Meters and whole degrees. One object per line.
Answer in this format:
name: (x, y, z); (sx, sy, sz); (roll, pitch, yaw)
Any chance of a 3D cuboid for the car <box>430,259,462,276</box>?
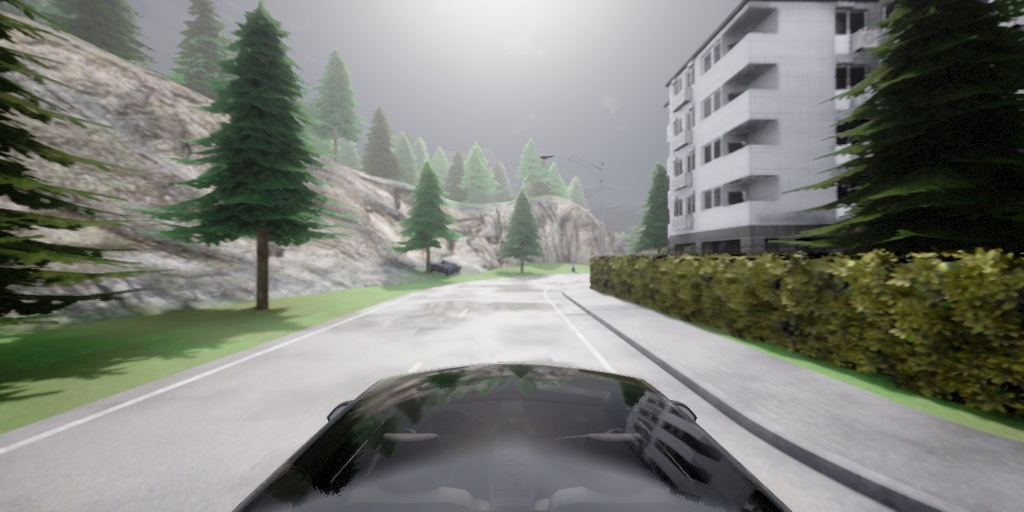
car: (-6.271, 1.023, 34.108); (1.895, 1.301, 4.718); (12, 2, 8)
